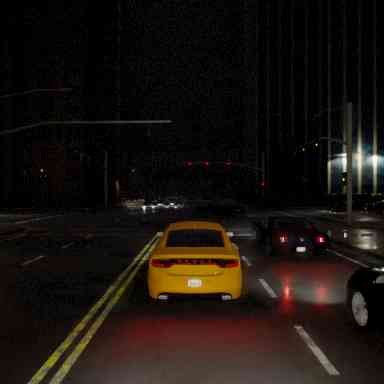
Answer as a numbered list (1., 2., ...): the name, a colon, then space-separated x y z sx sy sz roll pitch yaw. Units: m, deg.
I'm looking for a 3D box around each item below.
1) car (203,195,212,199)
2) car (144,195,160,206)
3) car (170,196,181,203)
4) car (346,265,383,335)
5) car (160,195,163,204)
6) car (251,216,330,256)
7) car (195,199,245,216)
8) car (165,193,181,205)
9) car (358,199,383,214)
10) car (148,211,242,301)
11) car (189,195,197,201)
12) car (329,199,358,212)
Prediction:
1. car: 3.684 1.429 79.570 1.837 1.490 4.892 0 0 0
2. car: -6.957 1.505 56.071 1.837 1.490 4.892 0 0 0
3. car: -3.350 1.564 68.376 1.994 1.385 4.181 0 0 1
4. car: 3.609 1.505 3.912 1.837 1.490 4.892 0 0 0
5. car: -6.887 1.352 65.258 2.097 1.767 4.553 0 0 1
6. car: 3.612 1.601 13.184 1.895 1.301 4.718 0 0 0
7. car: 2.639 1.601 31.561 4.718 1.301 1.895 0 0 0
8. car: -3.435 1.221 59.017 2.150 2.045 5.566 0 0 0
9. car: 20.928 1.491 35.407 4.902 1.511 2.128 0 0 -1
10. car: 0.074 1.478 8.423 1.882 1.535 5.008 0 0 1
11. car: 0.186 1.367 80.118 1.994 1.385 4.181 0 0 0
12. car: 19.011 1.547 38.890 5.357 1.411 2.033 0 0 0
